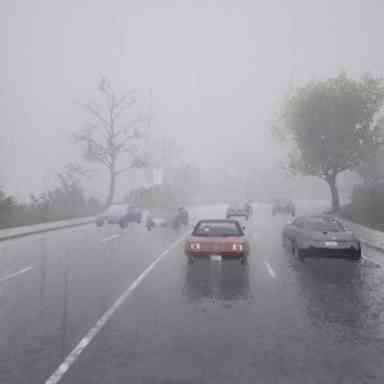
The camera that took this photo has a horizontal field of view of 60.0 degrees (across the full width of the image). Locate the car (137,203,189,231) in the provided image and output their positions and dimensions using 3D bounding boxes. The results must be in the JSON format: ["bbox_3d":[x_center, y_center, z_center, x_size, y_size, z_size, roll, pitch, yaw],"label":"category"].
[{"bbox_3d":[-1.403,1.485,20.678,2.128,1.511,4.902,0,0,11],"label":"car"}]

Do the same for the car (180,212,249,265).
[{"bbox_3d":[0.947,1.602,11.725,1.895,1.301,4.718,0,0,6],"label":"car"}]

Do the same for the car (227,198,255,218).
[{"bbox_3d":[4.176,1.555,28.736,2.033,1.411,5.357,0,0,15],"label":"car"}]

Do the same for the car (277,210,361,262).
[{"bbox_3d":[4.552,1.574,12.265,1.994,1.385,4.181,0,0,7],"label":"car"}]

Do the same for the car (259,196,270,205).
[{"bbox_3d":[13.702,1.518,60.068,2.128,1.511,4.902,0,0,31],"label":"car"}]

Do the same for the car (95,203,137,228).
[{"bbox_3d":[-4.695,1.509,22.122,1.812,1.442,4.674,0,0,11],"label":"car"}]

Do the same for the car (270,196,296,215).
[{"bbox_3d":[9.272,1.377,33.326,2.097,1.767,4.553,0,0,18],"label":"car"}]

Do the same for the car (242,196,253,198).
[{"bbox_3d":[9.956,1.499,60.625,2.128,1.511,4.902,0,0,30],"label":"car"}]
